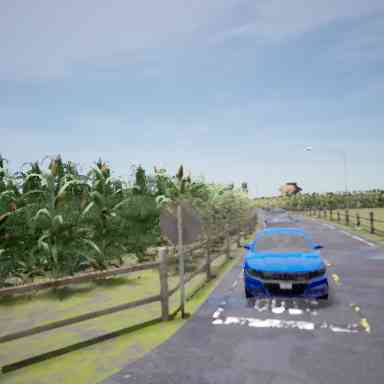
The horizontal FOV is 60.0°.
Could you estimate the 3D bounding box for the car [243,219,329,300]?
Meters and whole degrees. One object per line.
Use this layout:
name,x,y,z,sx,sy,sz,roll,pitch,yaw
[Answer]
car,2.577,1.786,9.448,1.882,1.535,5.008,-3,-2,14

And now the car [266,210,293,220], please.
car,5.714,2.162,21.232,2.128,1.511,4.902,-3,-3,14

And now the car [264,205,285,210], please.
car,8.248,2.354,31.773,2.097,1.767,4.553,-3,-2,12
